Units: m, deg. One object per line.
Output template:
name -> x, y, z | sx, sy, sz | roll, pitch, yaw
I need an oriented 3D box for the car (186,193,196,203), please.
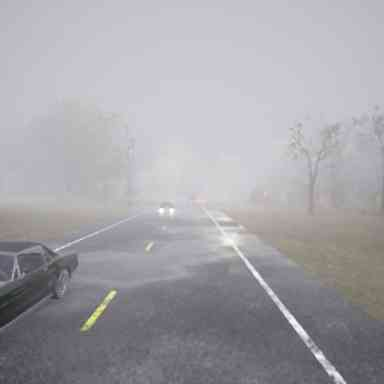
car -> -0.007, 1.195, 70.901 | 2.150, 2.045, 5.566 | 0, 0, 0

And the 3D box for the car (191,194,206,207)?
car -> 1.219, 1.506, 53.284 | 1.801, 1.575, 5.366 | 0, 0, 0

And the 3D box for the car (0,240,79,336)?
car -> -3.602, 1.598, 5.631 | 1.895, 1.301, 4.718 | 0, 0, 0

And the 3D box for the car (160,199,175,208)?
car -> -3.580, 1.641, 48.161 | 1.895, 1.301, 4.718 | 0, 0, 0
